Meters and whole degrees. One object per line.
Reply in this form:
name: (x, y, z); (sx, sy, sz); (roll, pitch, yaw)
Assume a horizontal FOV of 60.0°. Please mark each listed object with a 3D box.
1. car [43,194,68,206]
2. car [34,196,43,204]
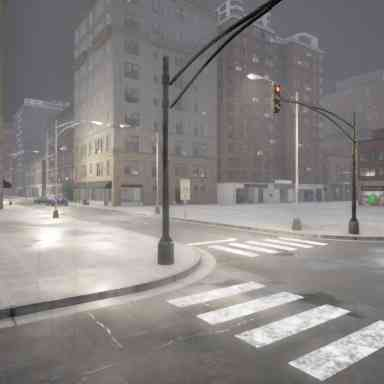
car: (-19.612, 1.119, 48.219); (2.097, 1.767, 4.553); (0, 0, -36)
car: (-25.409, 1.288, 56.331); (1.994, 1.385, 4.181); (0, 0, -36)
